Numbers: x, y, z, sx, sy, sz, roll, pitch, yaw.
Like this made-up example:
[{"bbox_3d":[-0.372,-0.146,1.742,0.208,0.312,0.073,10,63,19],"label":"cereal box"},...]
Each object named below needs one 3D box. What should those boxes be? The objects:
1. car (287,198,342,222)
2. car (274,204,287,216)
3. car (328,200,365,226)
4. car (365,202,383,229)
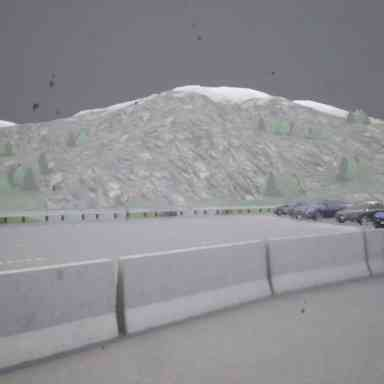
[{"bbox_3d":[10.137,1.309,26.140,4.553,1.767,2.097,0,0,-27],"label":"car"},{"bbox_3d":[9.366,1.514,29.681,4.181,1.385,1.994,0,0,-27],"label":"car"},{"bbox_3d":[12.178,1.469,23.266,4.892,1.490,1.837,0,0,-27],"label":"car"},{"bbox_3d":[12.856,1.449,19.685,5.008,1.535,1.882,0,0,-27],"label":"car"}]
